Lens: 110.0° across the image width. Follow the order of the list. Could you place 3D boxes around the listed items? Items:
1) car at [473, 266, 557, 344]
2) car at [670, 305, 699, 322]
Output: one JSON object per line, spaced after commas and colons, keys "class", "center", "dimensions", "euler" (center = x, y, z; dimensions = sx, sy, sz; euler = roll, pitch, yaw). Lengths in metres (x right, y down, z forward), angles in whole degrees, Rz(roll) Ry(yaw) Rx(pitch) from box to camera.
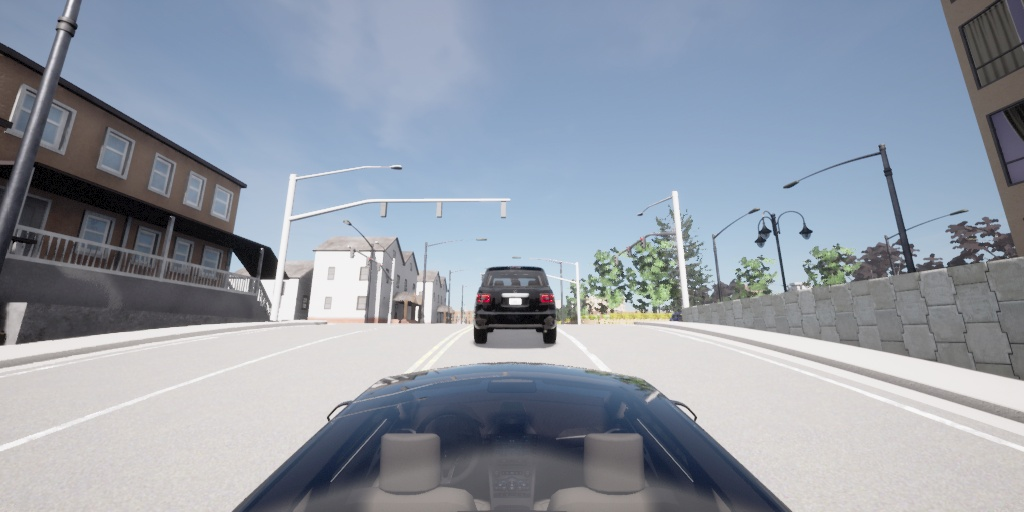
{"class": "car", "center": [0.089, 1.502, 11.200], "dimensions": [2.150, 2.045, 5.566], "euler": [0, -7, 0]}
{"class": "car", "center": [16.939, 5.325, 31.715], "dimensions": [5.566, 2.045, 2.150], "euler": [0, -12, 1]}
